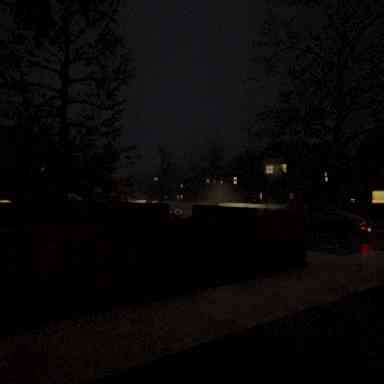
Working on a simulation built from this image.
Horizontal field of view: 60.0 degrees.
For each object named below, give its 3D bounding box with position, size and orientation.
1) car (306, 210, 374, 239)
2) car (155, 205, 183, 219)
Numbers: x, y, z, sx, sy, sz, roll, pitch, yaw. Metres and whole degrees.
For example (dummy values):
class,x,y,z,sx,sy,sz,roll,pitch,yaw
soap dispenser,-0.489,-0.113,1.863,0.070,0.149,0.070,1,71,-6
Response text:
class,x,y,z,sx,sy,sz,roll,pitch,yaw
car,7.712,1.755,18.816,1.812,1.442,4.674,2,-2,-35
car,-3.021,1.984,34.205,2.033,1.411,5.357,2,-2,-35
